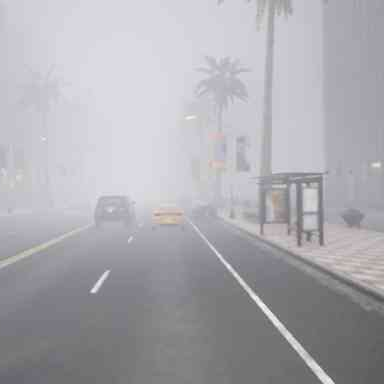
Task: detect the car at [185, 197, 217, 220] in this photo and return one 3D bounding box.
[{"bbox_3d":[0.938,1.421,27.855,2.231,1.521,4.892,-1,0,-5],"label":"car"}]

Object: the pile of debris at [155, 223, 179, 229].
[{"bbox_3d":[-1.600,2.152,21.188,1.500,0.140,1.860,-1,0,-5],"label":"pile of debris"}]

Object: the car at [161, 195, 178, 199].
[{"bbox_3d":[-3.033,1.434,39.615,1.882,1.535,5.008,-1,0,-5],"label":"car"}]

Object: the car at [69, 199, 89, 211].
[{"bbox_3d":[-13.944,1.603,41.914,2.033,1.411,5.357,-1,0,-5],"label":"car"}]

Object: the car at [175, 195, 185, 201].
[{"bbox_3d":[-2.976,1.396,79.011,2.161,1.482,4.786,-1,0,-5],"label":"car"}]

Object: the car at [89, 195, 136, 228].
[{"bbox_3d":[-5.147,1.228,22.700,2.150,2.045,5.566,-1,0,-5],"label":"car"}]

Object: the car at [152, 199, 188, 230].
[{"bbox_3d":[-1.510,1.453,21.091,1.882,1.535,5.008,-1,0,-5],"label":"car"}]

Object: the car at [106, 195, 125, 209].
[{"bbox_3d":[-10.897,1.367,47.661,2.097,1.767,4.553,-1,0,-4],"label":"car"}]

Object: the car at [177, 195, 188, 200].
[{"bbox_3d":[-1.476,1.263,57.130,2.185,1.767,4.553,-1,0,-5],"label":"car"}]
